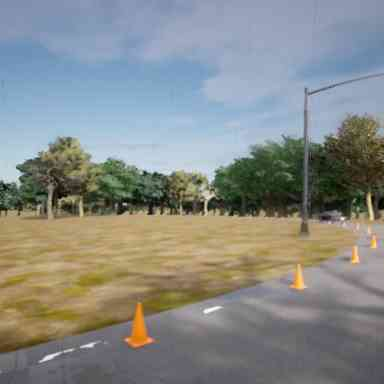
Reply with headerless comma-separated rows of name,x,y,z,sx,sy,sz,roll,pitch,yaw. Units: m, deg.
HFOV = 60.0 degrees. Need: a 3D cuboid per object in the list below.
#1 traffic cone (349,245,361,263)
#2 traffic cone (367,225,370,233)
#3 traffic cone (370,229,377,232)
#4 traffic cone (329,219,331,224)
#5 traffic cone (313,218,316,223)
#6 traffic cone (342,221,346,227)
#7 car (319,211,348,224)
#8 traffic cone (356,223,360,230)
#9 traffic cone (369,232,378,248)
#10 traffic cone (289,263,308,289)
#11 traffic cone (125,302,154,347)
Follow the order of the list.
traffic cone,5.820,2.185,11.859,0.340,0.580,0.340,0,-1,39
traffic cone,12.815,2.693,24.097,0.340,0.580,0.340,1,-2,21
traffic cone,10.915,2.492,19.782,0.340,0.580,0.340,1,-2,27
traffic cone,15.688,3.398,37.886,0.340,0.580,0.340,1,-3,3
traffic cone,15.671,3.620,42.598,0.340,0.580,0.340,1,-3,-3
traffic cone,15.214,3.165,33.199,0.340,0.580,0.340,1,-3,9
car,17.838,3.179,42.039,2.128,1.511,4.902,2,-3,-3
traffic cone,14.253,2.923,28.587,0.340,0.580,0.340,1,-3,15
traffic cone,8.575,2.322,15.688,0.340,0.580,0.340,0,-2,33
traffic cone,2.678,2.082,8.338,0.340,0.580,0.340,0,-1,45
traffic cone,-0.814,2.016,5.163,0.340,0.580,0.340,1,-1,-39
